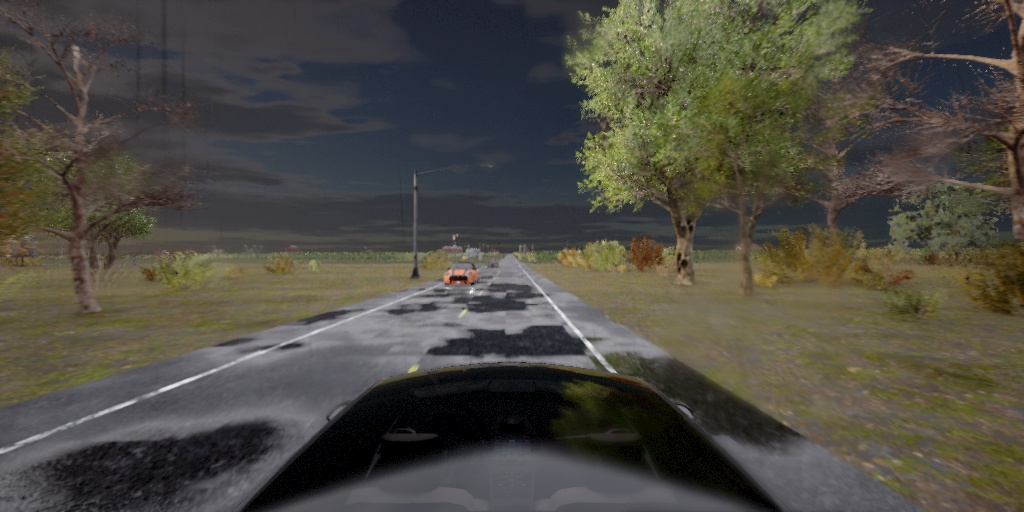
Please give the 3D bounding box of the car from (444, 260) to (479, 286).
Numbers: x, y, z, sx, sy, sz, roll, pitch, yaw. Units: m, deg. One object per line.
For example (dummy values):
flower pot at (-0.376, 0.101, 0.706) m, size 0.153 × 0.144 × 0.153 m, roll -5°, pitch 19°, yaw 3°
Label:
car at (-3.594, 1.214, 26.240) m, size 2.097 × 1.767 × 4.553 m, roll 0°, pitch 0°, yaw 0°
